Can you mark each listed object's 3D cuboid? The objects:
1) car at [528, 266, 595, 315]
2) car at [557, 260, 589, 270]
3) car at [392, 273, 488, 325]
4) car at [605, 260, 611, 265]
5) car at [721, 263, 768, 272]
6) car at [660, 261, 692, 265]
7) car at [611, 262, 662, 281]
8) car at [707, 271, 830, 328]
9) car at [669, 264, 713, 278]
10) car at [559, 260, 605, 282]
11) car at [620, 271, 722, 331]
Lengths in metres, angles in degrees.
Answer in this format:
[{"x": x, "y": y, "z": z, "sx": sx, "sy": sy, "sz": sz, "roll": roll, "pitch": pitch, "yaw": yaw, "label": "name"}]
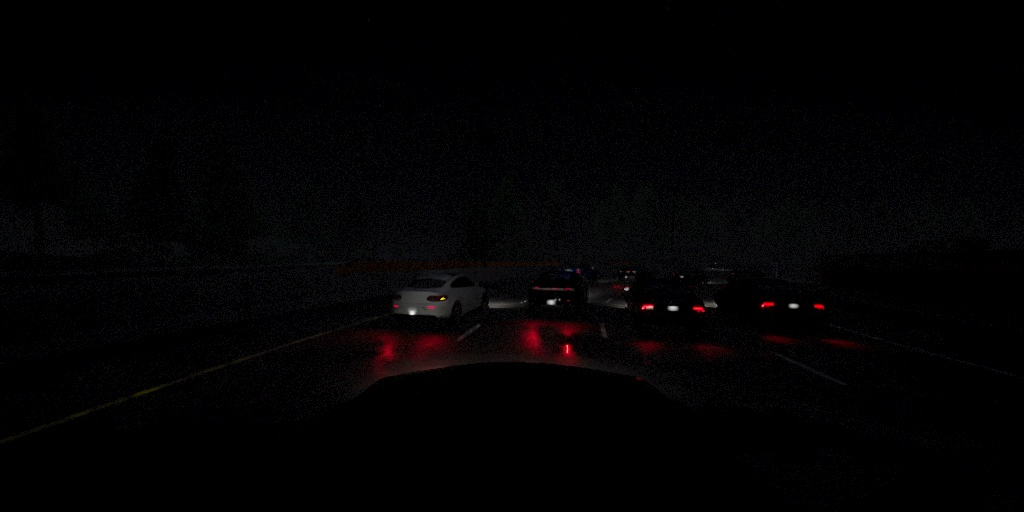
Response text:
[{"x": 1.940, "y": 1.310, "z": 14.047, "sx": 2.128, "sy": 1.511, "sz": 4.902, "roll": 1, "pitch": 0, "yaw": 16, "label": "car"}, {"x": 9.698, "y": 1.465, "z": 57.256, "sx": 5.008, "sy": 1.535, "sz": 1.882, "roll": 0, "pitch": 0, "yaw": -31, "label": "car"}, {"x": -2.188, "y": 1.277, "z": 11.834, "sx": 1.812, "sy": 1.442, "sz": 4.674, "roll": 0, "pitch": 0, "yaw": 12, "label": "car"}, {"x": 12.068, "y": 1.362, "z": 50.246, "sx": 4.553, "sy": 1.767, "sz": 2.097, "roll": 0, "pitch": 0, "yaw": -33, "label": "car"}, {"x": 19.027, "y": 1.586, "z": 28.971, "sx": 4.902, "sy": 1.511, "sz": 2.128, "roll": 0, "pitch": 0, "yaw": -44, "label": "car"}, {"x": 26.793, "y": 1.551, "z": 57.522, "sx": 4.892, "sy": 1.490, "sz": 1.837, "roll": 0, "pitch": 0, "yaw": -18, "label": "car"}, {"x": 10.585, "y": 1.482, "z": 30.229, "sx": 2.128, "sy": 1.511, "sz": 4.902, "roll": 0, "pitch": 0, "yaw": 40, "label": "car"}, {"x": 8.556, "y": 1.457, "z": 12.342, "sx": 2.033, "sy": 1.411, "sz": 5.357, "roll": 1, "pitch": 0, "yaw": 17, "label": "car"}, {"x": 14.722, "y": 1.611, "z": 29.596, "sx": 1.994, "sy": 1.385, "sz": 4.181, "roll": 0, "pitch": 0, "yaw": 43, "label": "car"}, {"x": 5.535, "y": 1.265, "z": 29.269, "sx": 2.097, "sy": 1.767, "sz": 4.553, "roll": 1, "pitch": 0, "yaw": 34, "label": "car"}, {"x": 4.750, "y": 1.399, "z": 11.566, "sx": 2.033, "sy": 1.411, "sz": 5.357, "roll": 1, "pitch": 0, "yaw": 15, "label": "car"}]
